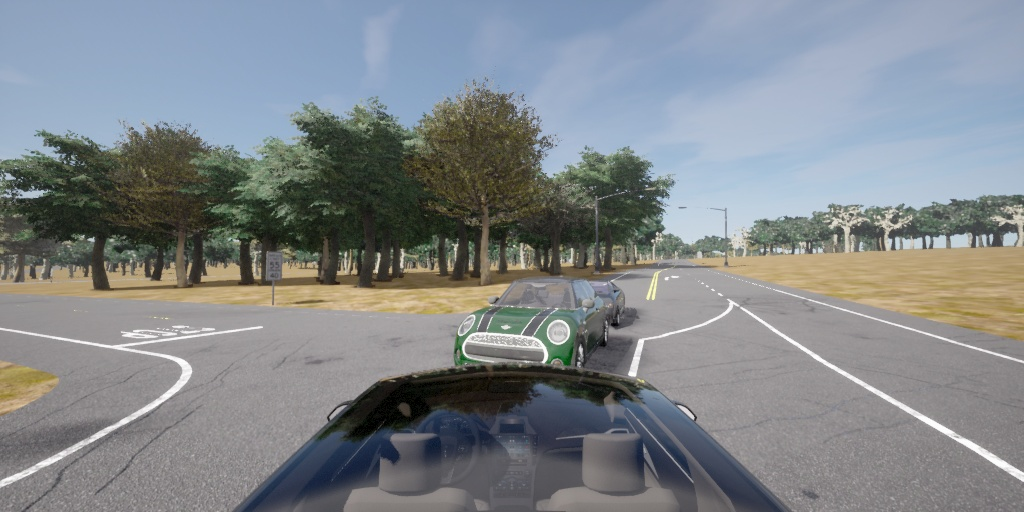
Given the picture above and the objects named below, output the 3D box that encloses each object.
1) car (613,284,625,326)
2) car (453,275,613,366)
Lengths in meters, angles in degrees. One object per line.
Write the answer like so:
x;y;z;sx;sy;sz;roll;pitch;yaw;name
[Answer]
2.912;1.555;12.880;1.994;1.385;4.181;-2;0;22;car
0.685;1.222;7.448;2.097;1.767;4.553;-1;-2;22;car
